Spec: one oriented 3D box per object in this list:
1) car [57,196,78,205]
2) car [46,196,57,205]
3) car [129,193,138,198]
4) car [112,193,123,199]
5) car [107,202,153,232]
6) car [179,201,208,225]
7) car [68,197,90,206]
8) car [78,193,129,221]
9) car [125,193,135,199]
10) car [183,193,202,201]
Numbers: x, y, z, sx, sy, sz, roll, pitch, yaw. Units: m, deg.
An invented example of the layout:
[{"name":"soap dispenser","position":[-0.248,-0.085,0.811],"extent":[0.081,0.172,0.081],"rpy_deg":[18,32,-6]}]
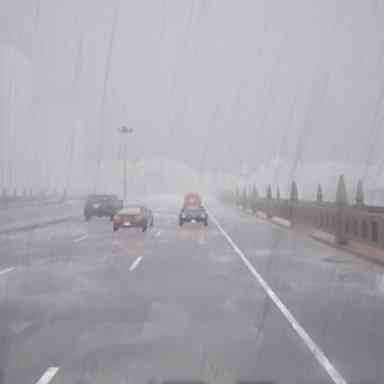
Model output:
[{"name":"car","position":[-14.099,1.280,40.429],"extent":[2.097,1.767,4.553],"rpy_deg":[0,0,0]},{"name":"car","position":[-21.070,1.412,52.160],"extent":[1.837,1.490,4.892],"rpy_deg":[0,0,0]},{"name":"car","position":[-13.993,1.412,80.082],"extent":[1.994,1.385,4.181],"rpy_deg":[0,0,0]},{"name":"car","position":[-20.726,1.147,92.501],"extent":[1.812,1.442,4.674],"rpy_deg":[0,0,2]},{"name":"car","position":[-3.407,1.491,19.750],"extent":[1.812,1.442,4.674],"rpy_deg":[0,0,0]},{"name":"car","position":[0.092,1.559,23.403],"extent":[1.895,1.301,4.718],"rpy_deg":[0,0,0]},{"name":"car","position":[-17.575,1.473,52.004],"extent":[1.994,1.385,4.181],"rpy_deg":[0,0,0]},{"name":"car","position":[-6.909,1.175,26.688],"extent":[2.150,2.045,5.566],"rpy_deg":[0,0,0]},{"name":"car","position":[-17.228,1.147,92.401],"extent":[1.812,1.442,4.674],"rpy_deg":[0,0,2]},{"name":"car","position":[0.097,1.148,41.671],"extent":[2.150,2.045,5.566],"rpy_deg":[0,0,0]}]
